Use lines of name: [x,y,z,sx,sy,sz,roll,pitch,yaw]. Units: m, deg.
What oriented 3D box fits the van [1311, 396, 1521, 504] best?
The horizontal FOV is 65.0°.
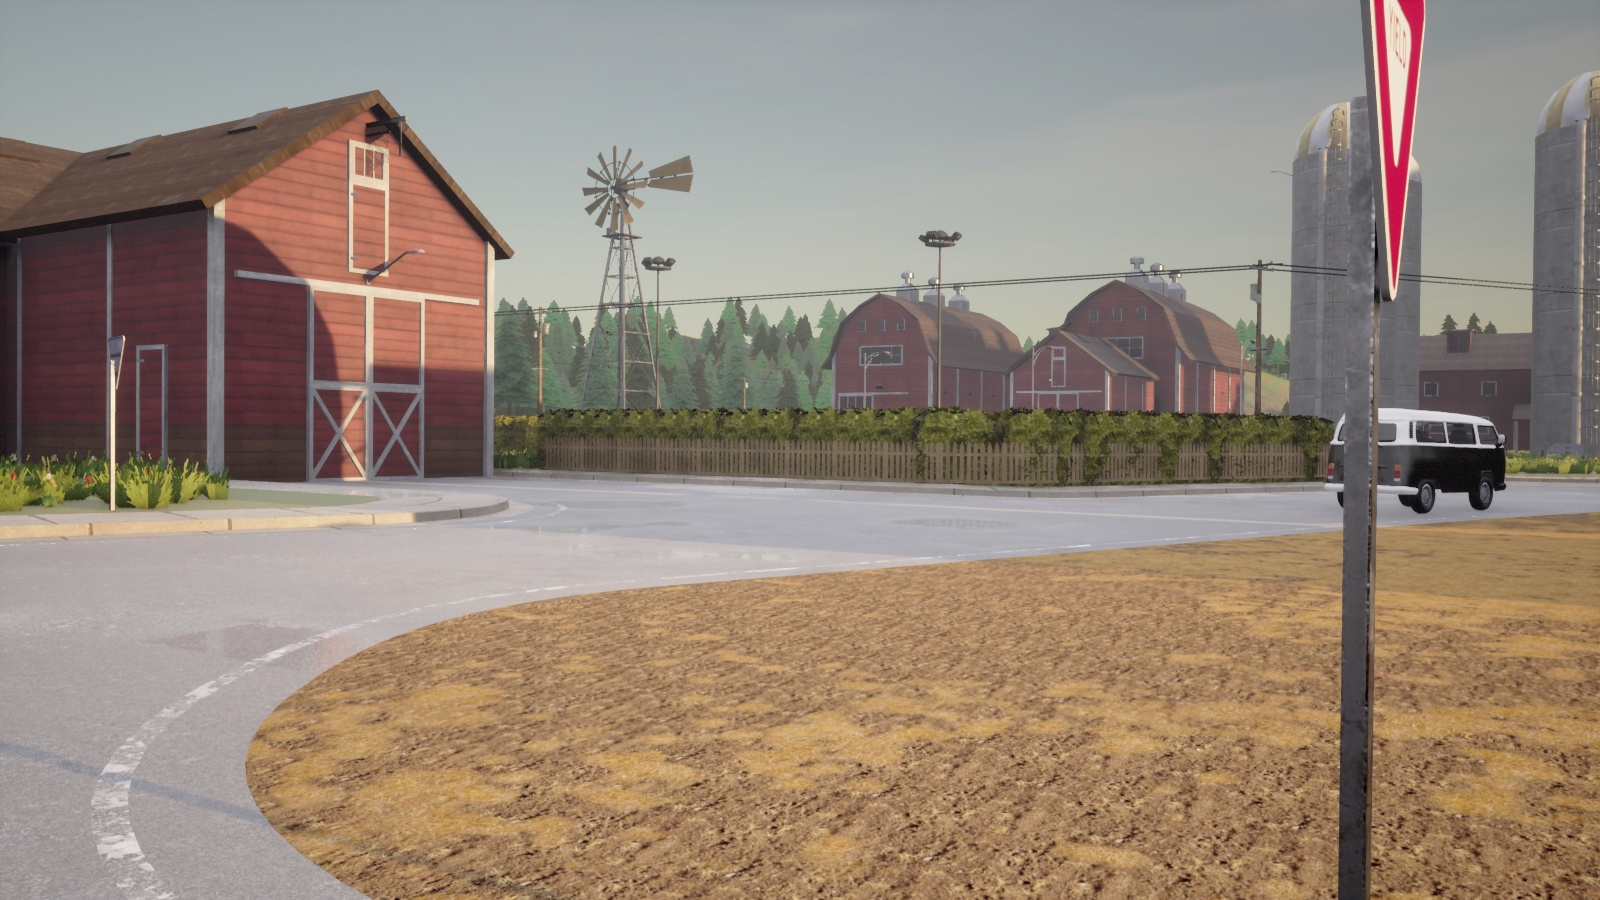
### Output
van: [12.680,-0.025,25.761,4.480,2.038,2.069,-1,1,-37]
